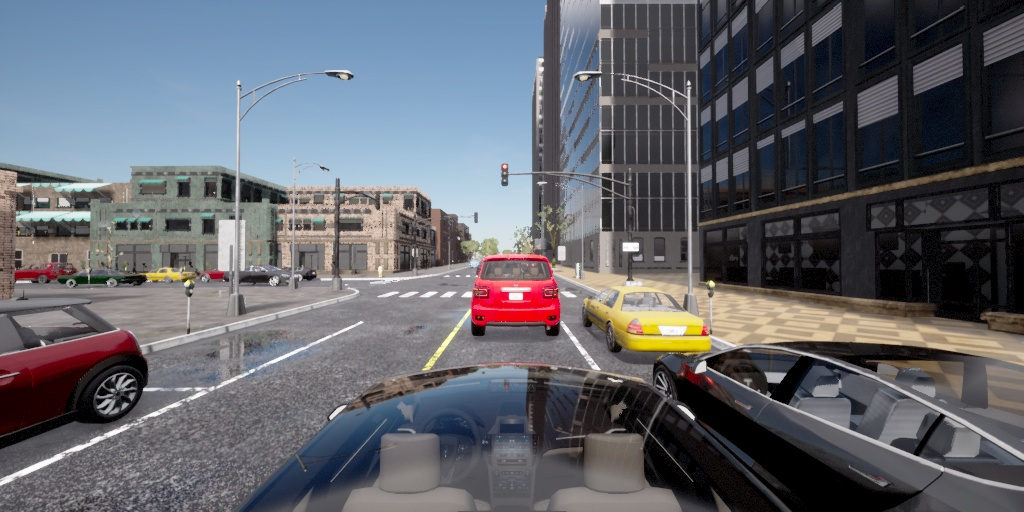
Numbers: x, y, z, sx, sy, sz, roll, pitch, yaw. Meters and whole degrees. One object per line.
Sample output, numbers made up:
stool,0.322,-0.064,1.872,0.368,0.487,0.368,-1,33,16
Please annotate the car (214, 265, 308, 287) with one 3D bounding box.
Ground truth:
car,-17.885,1.381,25.703,4.902,1.511,2.128,-1,-1,2

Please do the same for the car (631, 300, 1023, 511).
car,2.656,1.316,2.815,1.948,1.339,4.313,0,0,0

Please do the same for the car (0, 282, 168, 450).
car,-5.692,1.190,2.852,1.967,1.591,4.097,0,0,0

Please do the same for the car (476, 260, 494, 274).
car,-3.176,1.269,43.559,1.837,1.490,4.892,0,0,0

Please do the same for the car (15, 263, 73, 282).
car,-41.664,1.522,31.723,5.009,1.841,2.192,0,0,1

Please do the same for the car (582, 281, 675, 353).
car,2.814,1.277,8.628,1.751,1.417,4.829,0,0,0

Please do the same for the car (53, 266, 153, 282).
car,-29.302,1.598,25.807,4.718,1.301,1.895,-1,-1,1

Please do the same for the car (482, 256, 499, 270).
car,-3.186,0.990,54.038,2.150,2.045,5.566,0,0,1

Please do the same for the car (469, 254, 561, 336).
car,0.082,0.975,10.503,2.150,2.045,5.566,0,0,0

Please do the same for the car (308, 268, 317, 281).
car,-19.473,1.561,31.485,4.313,1.339,1.948,0,0,1

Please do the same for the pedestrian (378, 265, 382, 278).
pedestrian,-12.611,1.398,34.365,0.375,1.300,0.375,0,0,1

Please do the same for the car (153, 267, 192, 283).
car,-30.738,1.627,31.606,4.829,1.417,1.751,0,0,1

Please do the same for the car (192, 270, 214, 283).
car,-25.020,1.488,31.545,4.097,1.591,1.967,0,0,1

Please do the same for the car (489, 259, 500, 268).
car,-3.181,1.299,65.121,1.812,1.442,4.674,0,0,0
